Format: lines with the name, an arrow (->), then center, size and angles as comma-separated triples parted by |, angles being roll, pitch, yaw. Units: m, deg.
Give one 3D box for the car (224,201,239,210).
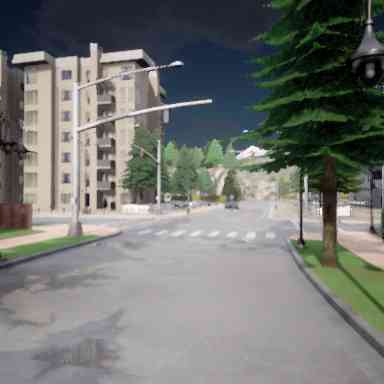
car -> 6.384, 2.125, 52.918 | 1.994, 1.385, 4.181 | 0, -1, 14
